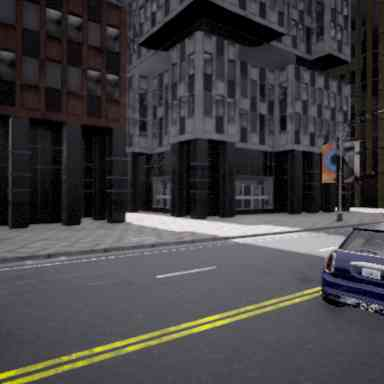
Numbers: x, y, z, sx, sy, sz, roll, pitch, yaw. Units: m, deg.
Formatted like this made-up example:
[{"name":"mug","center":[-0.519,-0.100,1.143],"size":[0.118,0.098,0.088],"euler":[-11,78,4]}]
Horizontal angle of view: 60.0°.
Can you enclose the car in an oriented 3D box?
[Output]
[{"name":"car","center":[4.720,1.392,6.805],"size":[4.553,1.767,2.097],"euler":[0,0,-36]}]
